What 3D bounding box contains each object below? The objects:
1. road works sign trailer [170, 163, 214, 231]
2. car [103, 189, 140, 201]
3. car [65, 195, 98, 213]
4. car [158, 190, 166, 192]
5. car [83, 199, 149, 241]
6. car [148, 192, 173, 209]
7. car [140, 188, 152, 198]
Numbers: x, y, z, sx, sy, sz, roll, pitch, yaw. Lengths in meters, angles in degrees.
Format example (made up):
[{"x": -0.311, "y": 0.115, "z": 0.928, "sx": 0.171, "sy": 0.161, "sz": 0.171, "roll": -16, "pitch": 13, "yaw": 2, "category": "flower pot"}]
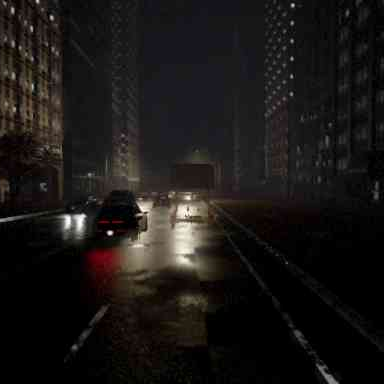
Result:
[{"x": 0.017, "y": 0.199, "z": 18.454, "sx": 2.380, "sy": 3.560, "sz": 2.880, "roll": 0, "pitch": 1, "yaw": 1, "category": "road works sign trailer"}, {"x": -6.589, "y": 0.781, "z": 30.616, "sx": 2.150, "sy": 2.045, "sz": 5.566, "roll": 0, "pitch": 1, "yaw": 0, "category": "car"}, {"x": -9.837, "y": 1.064, "z": 29.966, "sx": 2.128, "sy": 1.511, "sz": 4.902, "roll": 0, "pitch": 1, "yaw": 0, "category": "car"}, {"x": -6.500, "y": 0.400, "z": 71.933, "sx": 2.128, "sy": 1.511, "sz": 4.902, "roll": 0, "pitch": 1, "yaw": 0, "category": "car"}, {"x": -3.151, "y": 1.286, "z": 15.215, "sx": 1.837, "sy": 1.490, "sz": 4.892, "roll": 0, "pitch": 1, "yaw": 0, "category": "car"}, {"x": -3.150, "y": 1.032, "z": 36.051, "sx": 2.033, "sy": 1.411, "sz": 5.357, "roll": 0, "pitch": 1, "yaw": 0, "category": "car"}, {"x": -9.751, "y": 0.176, "z": 70.514, "sx": 2.150, "sy": 2.045, "sz": 5.566, "roll": 0, "pitch": 1, "yaw": 0, "category": "car"}]
